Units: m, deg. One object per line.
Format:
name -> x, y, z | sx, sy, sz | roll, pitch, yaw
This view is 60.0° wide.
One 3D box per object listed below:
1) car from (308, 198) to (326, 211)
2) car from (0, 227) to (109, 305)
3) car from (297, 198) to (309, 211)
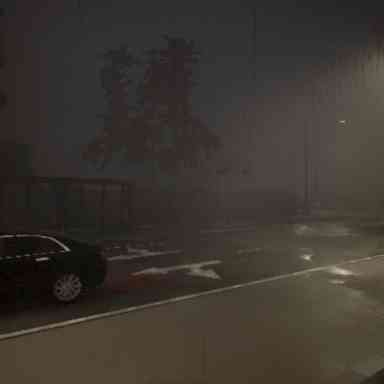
car -> 16.618, 1.664, 47.126 | 2.097, 1.767, 4.553 | 1, 0, -35
car -> -4.136, 1.509, 6.574 | 4.892, 1.490, 1.837 | 1, -1, -36
car -> 13.193, 1.886, 45.898 | 1.895, 1.301, 4.718 | 1, 0, -35
